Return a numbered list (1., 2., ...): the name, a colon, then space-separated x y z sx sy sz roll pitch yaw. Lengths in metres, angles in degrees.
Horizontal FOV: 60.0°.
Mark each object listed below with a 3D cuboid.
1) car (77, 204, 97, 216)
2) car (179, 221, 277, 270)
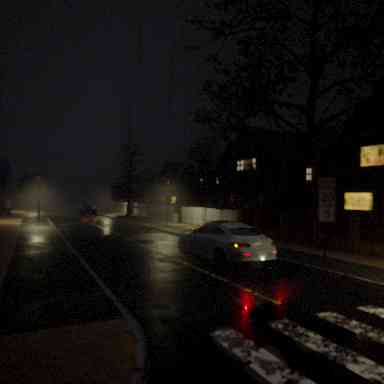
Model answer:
1. car: -13.042 2.195 41.193 2.128 1.511 4.902 2 -2 -26
2. car: 1.125 1.790 12.135 1.812 1.442 4.674 2 -2 -26
